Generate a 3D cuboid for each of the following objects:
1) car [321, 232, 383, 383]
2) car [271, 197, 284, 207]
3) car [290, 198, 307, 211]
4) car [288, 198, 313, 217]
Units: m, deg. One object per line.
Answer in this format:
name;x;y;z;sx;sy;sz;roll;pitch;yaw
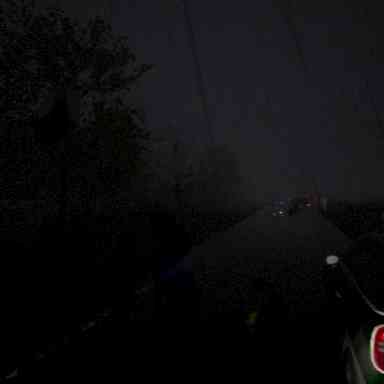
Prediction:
car;2.937;1.298;4.376;2.097;1.767;4.553;-2;-1;17
car;12.963;1.489;50.353;2.128;1.511;4.902;-2;0;17
car;13.112;1.525;41.076;1.895;1.301;4.718;-2;0;17
car;10.053;1.296;30.901;2.097;1.767;4.553;-2;-1;17
